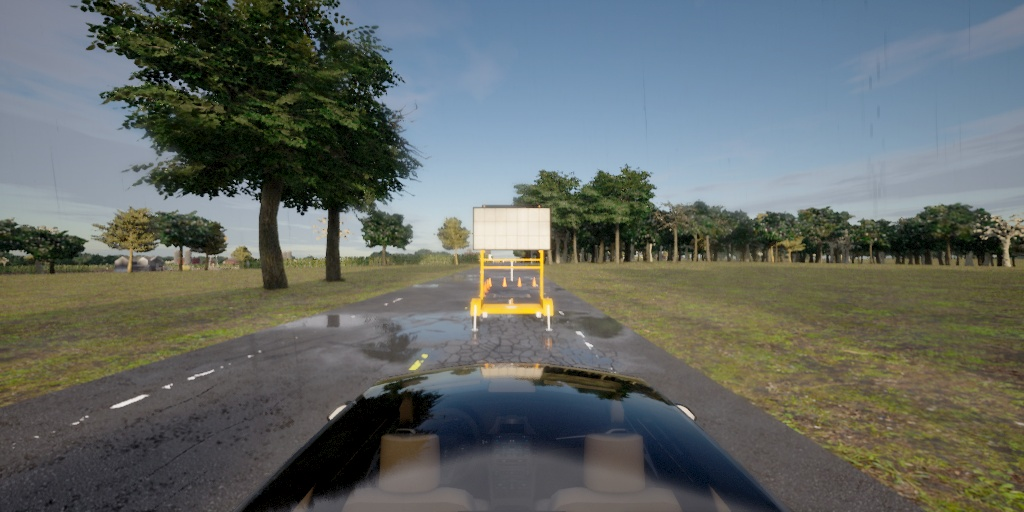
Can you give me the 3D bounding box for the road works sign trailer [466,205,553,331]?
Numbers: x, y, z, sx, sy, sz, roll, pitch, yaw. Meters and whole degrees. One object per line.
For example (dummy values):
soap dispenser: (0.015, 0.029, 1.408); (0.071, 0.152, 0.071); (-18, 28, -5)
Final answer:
road works sign trailer: (-0.002, 0.232, 11.084); (2.380, 3.560, 2.880); (0, 0, 0)
